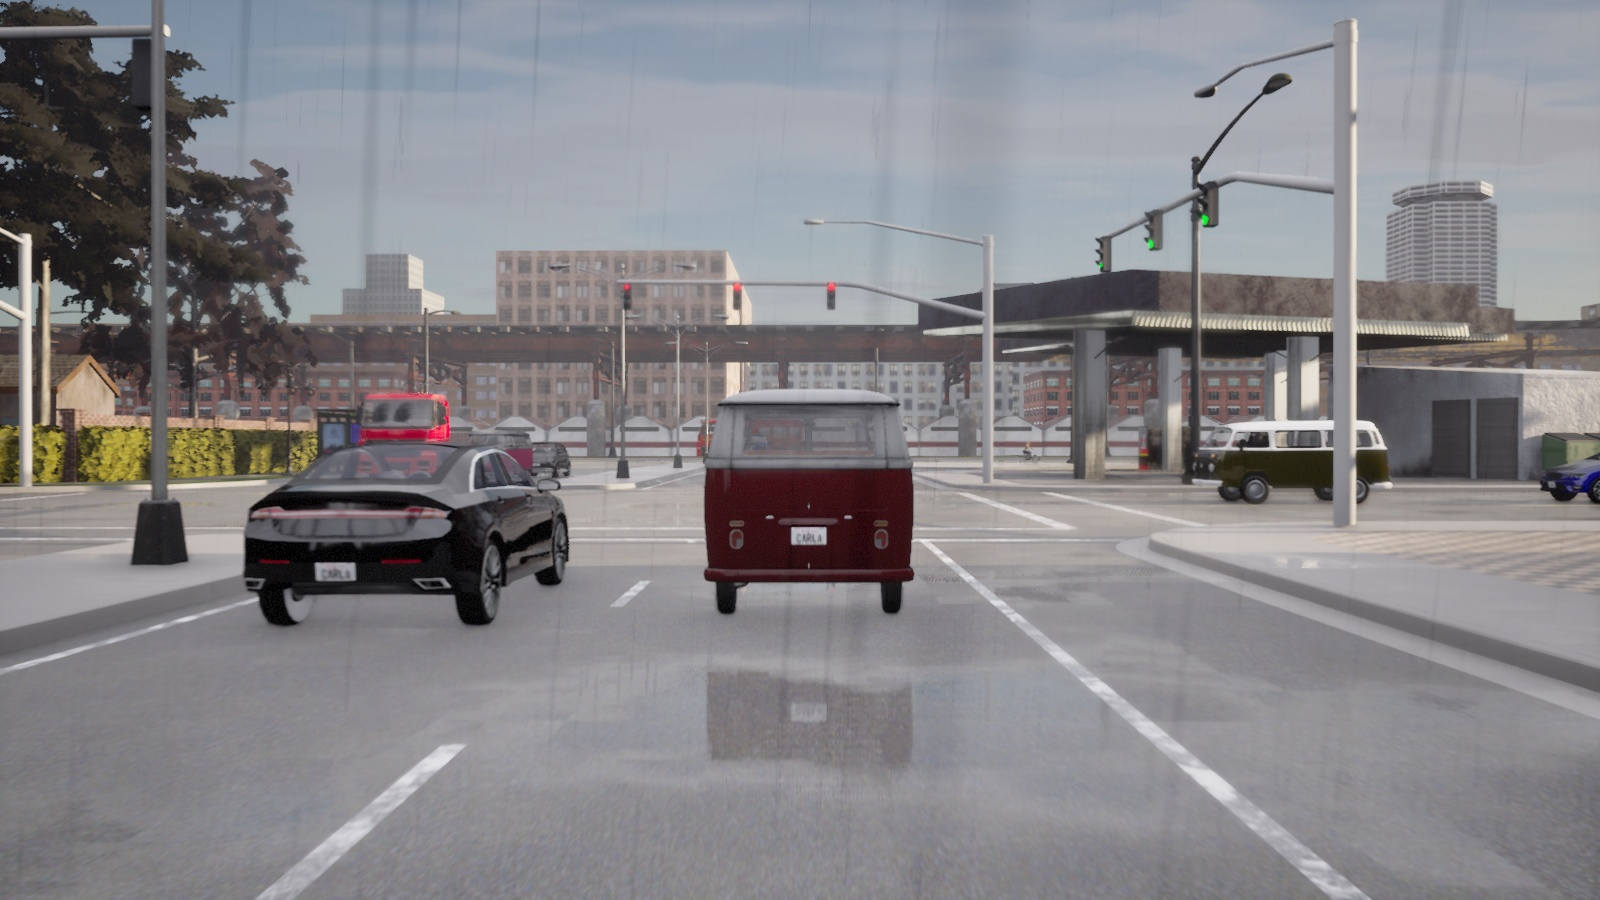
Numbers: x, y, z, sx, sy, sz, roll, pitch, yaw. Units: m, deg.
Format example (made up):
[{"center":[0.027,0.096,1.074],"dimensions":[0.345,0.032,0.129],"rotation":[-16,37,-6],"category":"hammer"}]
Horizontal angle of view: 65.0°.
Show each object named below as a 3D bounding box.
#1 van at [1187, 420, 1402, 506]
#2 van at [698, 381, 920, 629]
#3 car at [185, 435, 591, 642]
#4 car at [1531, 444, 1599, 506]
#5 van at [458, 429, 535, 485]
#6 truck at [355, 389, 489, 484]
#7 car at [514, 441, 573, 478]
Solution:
[{"center":[12.113,0.305,30.993],"dimensions":[4.480,2.038,2.069],"rotation":[0,0,-1],"category":"van"},{"center":[0.085,0.430,12.284],"dimensions":[1.775,1.987,4.442],"rotation":[0,0,0],"category":"van"},{"center":[-3.419,0.634,11.631],"dimensions":[2.128,1.511,4.902],"rotation":[0,0,0],"category":"car"},{"center":[20.707,0.602,31.059],"dimensions":[4.193,1.474,1.816],"rotation":[0,0,-1],"category":"car"},{"center":[-11.219,0.227,46.684],"dimensions":[1.775,1.987,4.442],"rotation":[0,0,0],"category":"van"},{"center":[-14.747,-0.527,49.678],"dimensions":[2.891,3.462,7.936],"rotation":[0,0,0],"category":"truck"},{"center":[-11.172,0.407,54.923],"dimensions":[1.789,1.549,3.705],"rotation":[0,0,0],"category":"car"}]
